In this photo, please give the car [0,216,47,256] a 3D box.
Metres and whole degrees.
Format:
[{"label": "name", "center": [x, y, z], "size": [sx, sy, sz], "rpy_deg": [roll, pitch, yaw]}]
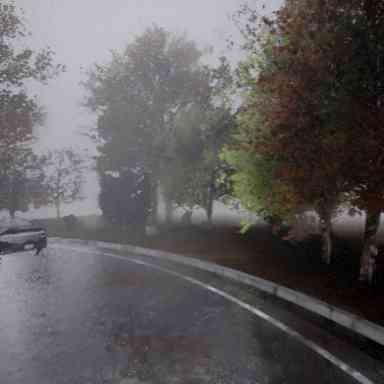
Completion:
[{"label": "car", "center": [-7.490, 1.666, 12.496], "size": [4.902, 1.511, 2.128], "rpy_deg": [-1, 0, 33]}]
